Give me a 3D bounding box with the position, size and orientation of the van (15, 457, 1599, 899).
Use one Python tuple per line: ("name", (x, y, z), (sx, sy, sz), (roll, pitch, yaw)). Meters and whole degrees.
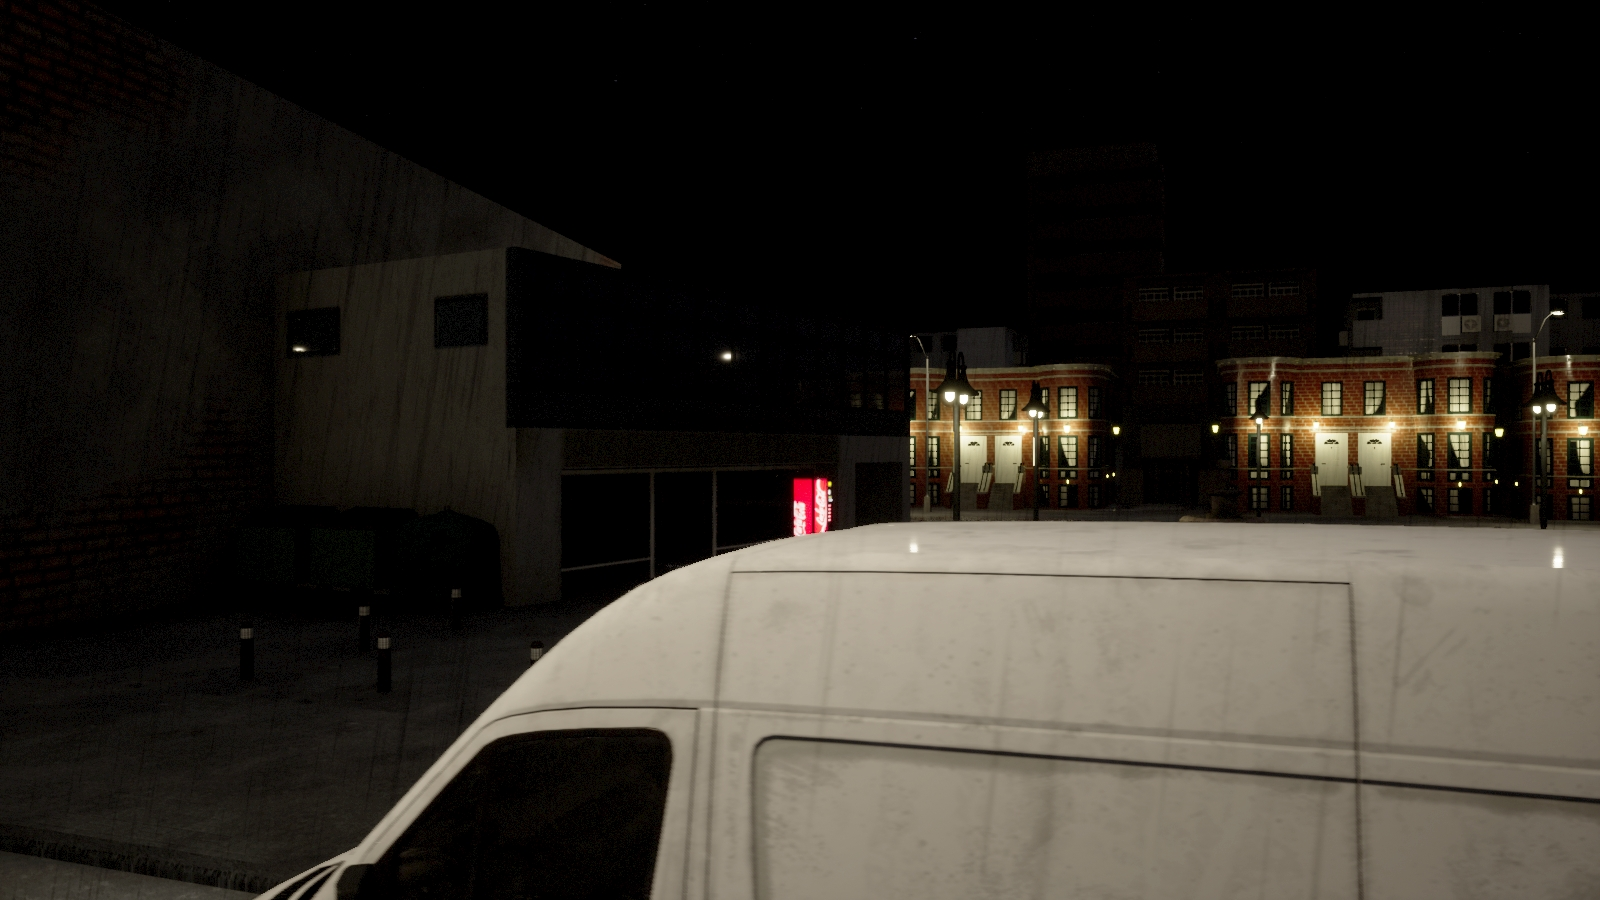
("van", (0.579, 1.314, 3.626), (5.915, 2.561, 1.988), (0, 0, 20))
